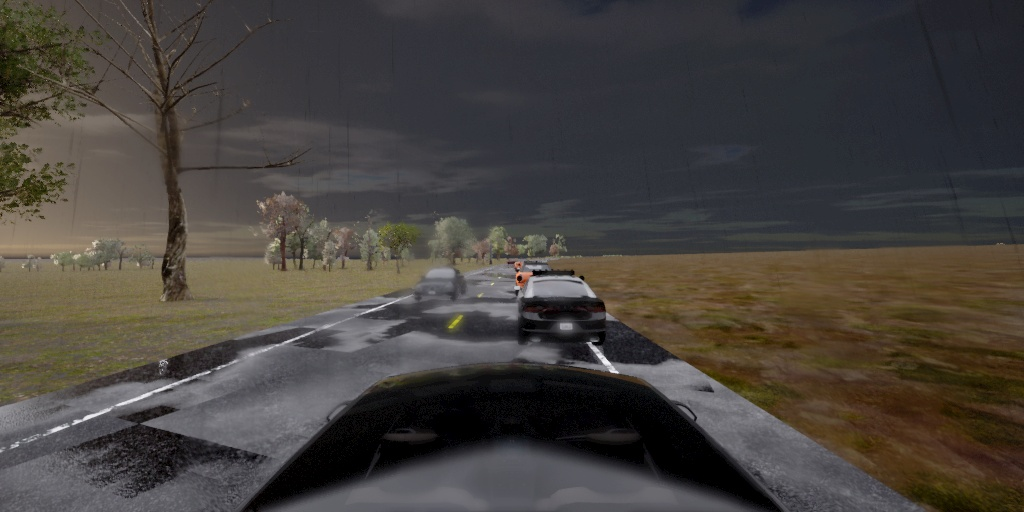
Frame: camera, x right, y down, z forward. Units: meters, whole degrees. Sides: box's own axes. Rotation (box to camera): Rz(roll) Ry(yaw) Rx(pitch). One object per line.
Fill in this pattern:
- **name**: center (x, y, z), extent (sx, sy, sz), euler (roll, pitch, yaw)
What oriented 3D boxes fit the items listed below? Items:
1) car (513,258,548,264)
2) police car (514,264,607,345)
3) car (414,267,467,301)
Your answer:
- **car**: center (1.244, 1.101, 19.434), extent (2.097, 1.767, 4.553), euler (0, 0, 1)
- **police car**: center (1.088, 1.175, 9.609), extent (1.930, 1.638, 5.238), euler (0, 0, 1)
- **car**: center (-3.317, 1.276, 17.379), extent (1.812, 1.442, 4.674), euler (0, 0, 1)
